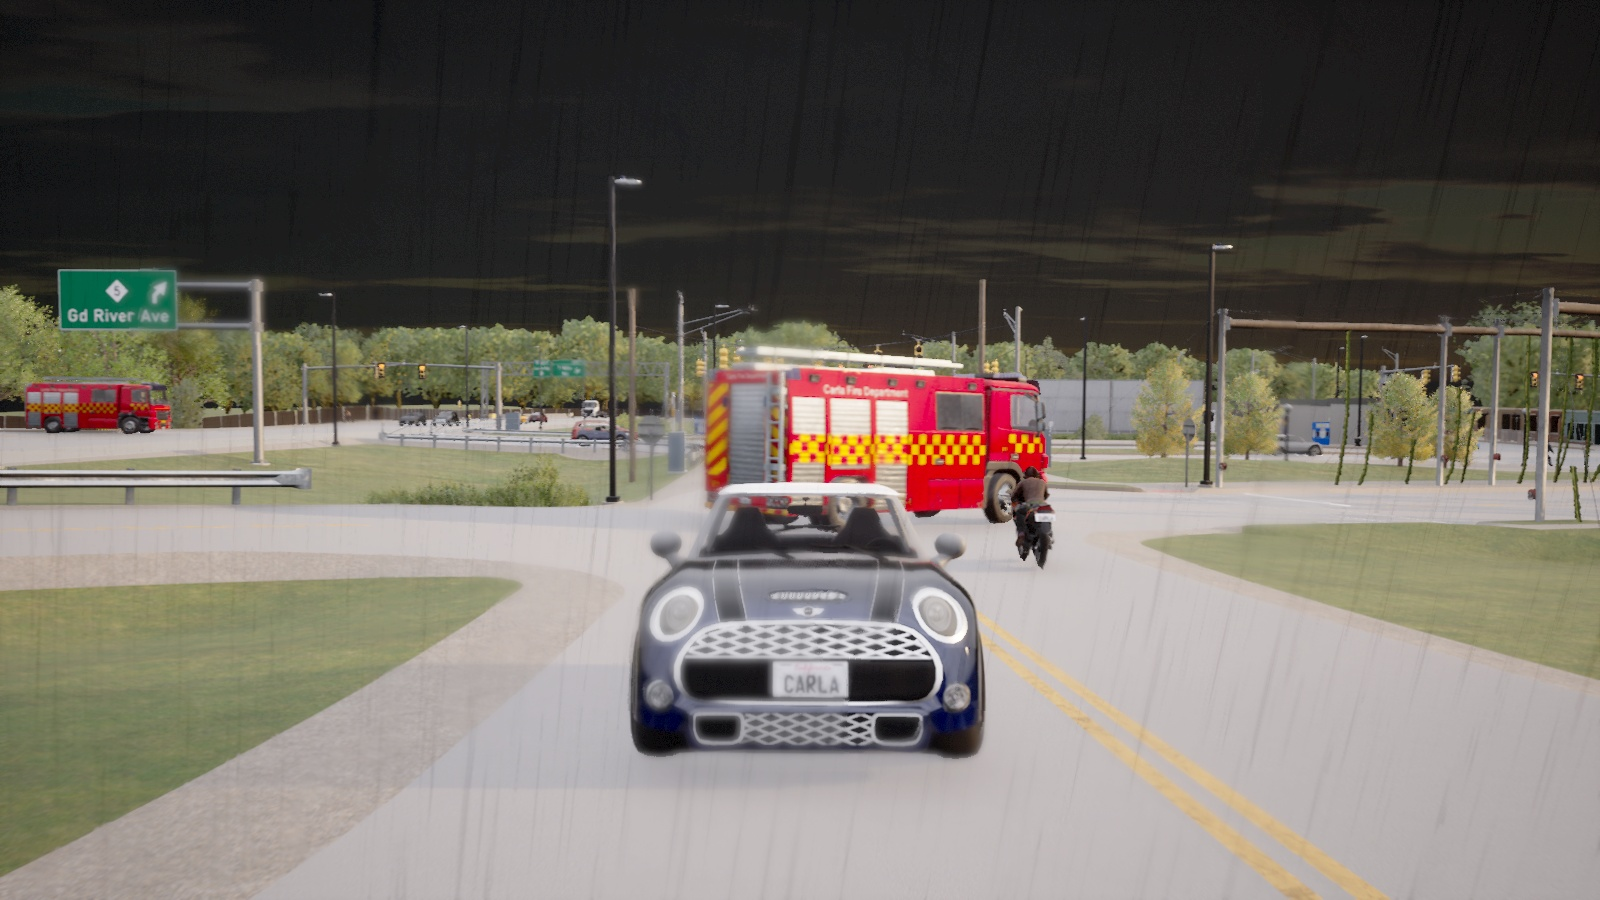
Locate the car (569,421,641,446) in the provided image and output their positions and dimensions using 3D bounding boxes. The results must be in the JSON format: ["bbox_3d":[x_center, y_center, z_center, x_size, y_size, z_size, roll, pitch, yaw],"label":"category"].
[{"bbox_3d":[-13.290,-1.157,85.937,4.611,1.667,2.242,0,2,-2],"label":"car"}]

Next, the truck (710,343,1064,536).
[{"bbox_3d":[2.218,-0.241,28.781,8.468,3.827,2.891,0,1,-41],"label":"truck"}]

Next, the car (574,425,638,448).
[{"bbox_3d":[-12.654,-0.885,82.210,3.806,1.475,1.970,0,2,3],"label":"car"}]

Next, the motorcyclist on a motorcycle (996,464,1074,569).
[{"bbox_3d":[3.594,0.988,19.379,0.797,1.523,2.044,0,0,-1],"label":"motorcyclist on a motorcycle"}]

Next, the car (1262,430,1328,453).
[{"bbox_3d":[34.736,-0.613,88.207,3.806,1.475,1.970,-1,3,-5],"label":"car"}]

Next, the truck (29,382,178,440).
[{"bbox_3d":[-47.395,-2.631,85.626,8.468,3.827,2.891,0,2,-4],"label":"truck"}]

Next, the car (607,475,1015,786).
[{"bbox_3d":[0.063,0.913,7.999,1.970,1.475,3.806,0,-1,0],"label":"car"}]
